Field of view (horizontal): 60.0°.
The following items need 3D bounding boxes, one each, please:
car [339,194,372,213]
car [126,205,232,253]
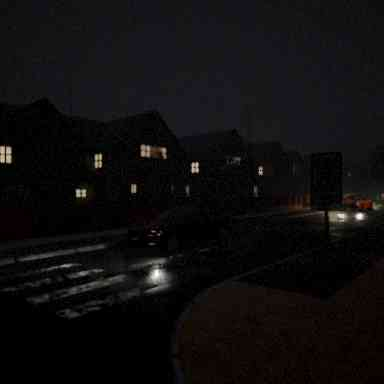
[{"bbox_3d":[15.903,1.011,32.375,2.097,1.767,4.553,-1,0,41],"label":"car"},{"bbox_3d":[-0.342,1.321,13.296,1.882,1.535,5.008,-1,0,40],"label":"car"}]
